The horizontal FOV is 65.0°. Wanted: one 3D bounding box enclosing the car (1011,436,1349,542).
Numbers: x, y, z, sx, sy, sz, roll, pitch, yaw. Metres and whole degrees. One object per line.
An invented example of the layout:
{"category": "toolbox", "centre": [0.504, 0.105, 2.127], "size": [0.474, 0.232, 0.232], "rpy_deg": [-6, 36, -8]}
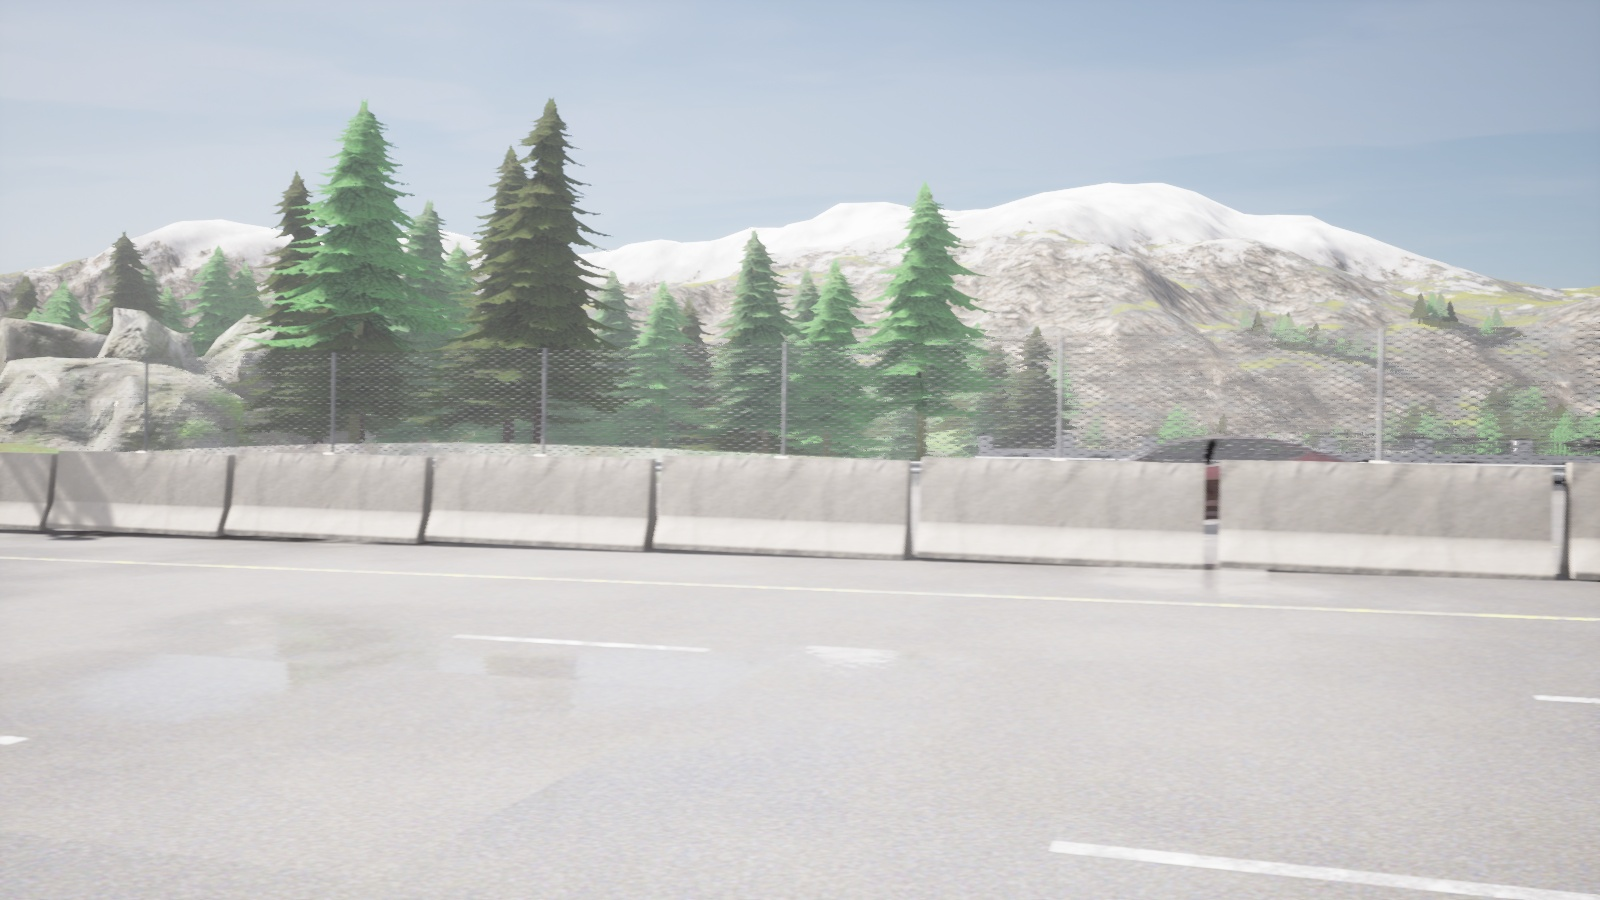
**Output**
{"category": "car", "centre": [5.889, 0.533, 19.674], "size": [4.792, 1.488, 2.163], "rpy_deg": [1, 1, 19]}
